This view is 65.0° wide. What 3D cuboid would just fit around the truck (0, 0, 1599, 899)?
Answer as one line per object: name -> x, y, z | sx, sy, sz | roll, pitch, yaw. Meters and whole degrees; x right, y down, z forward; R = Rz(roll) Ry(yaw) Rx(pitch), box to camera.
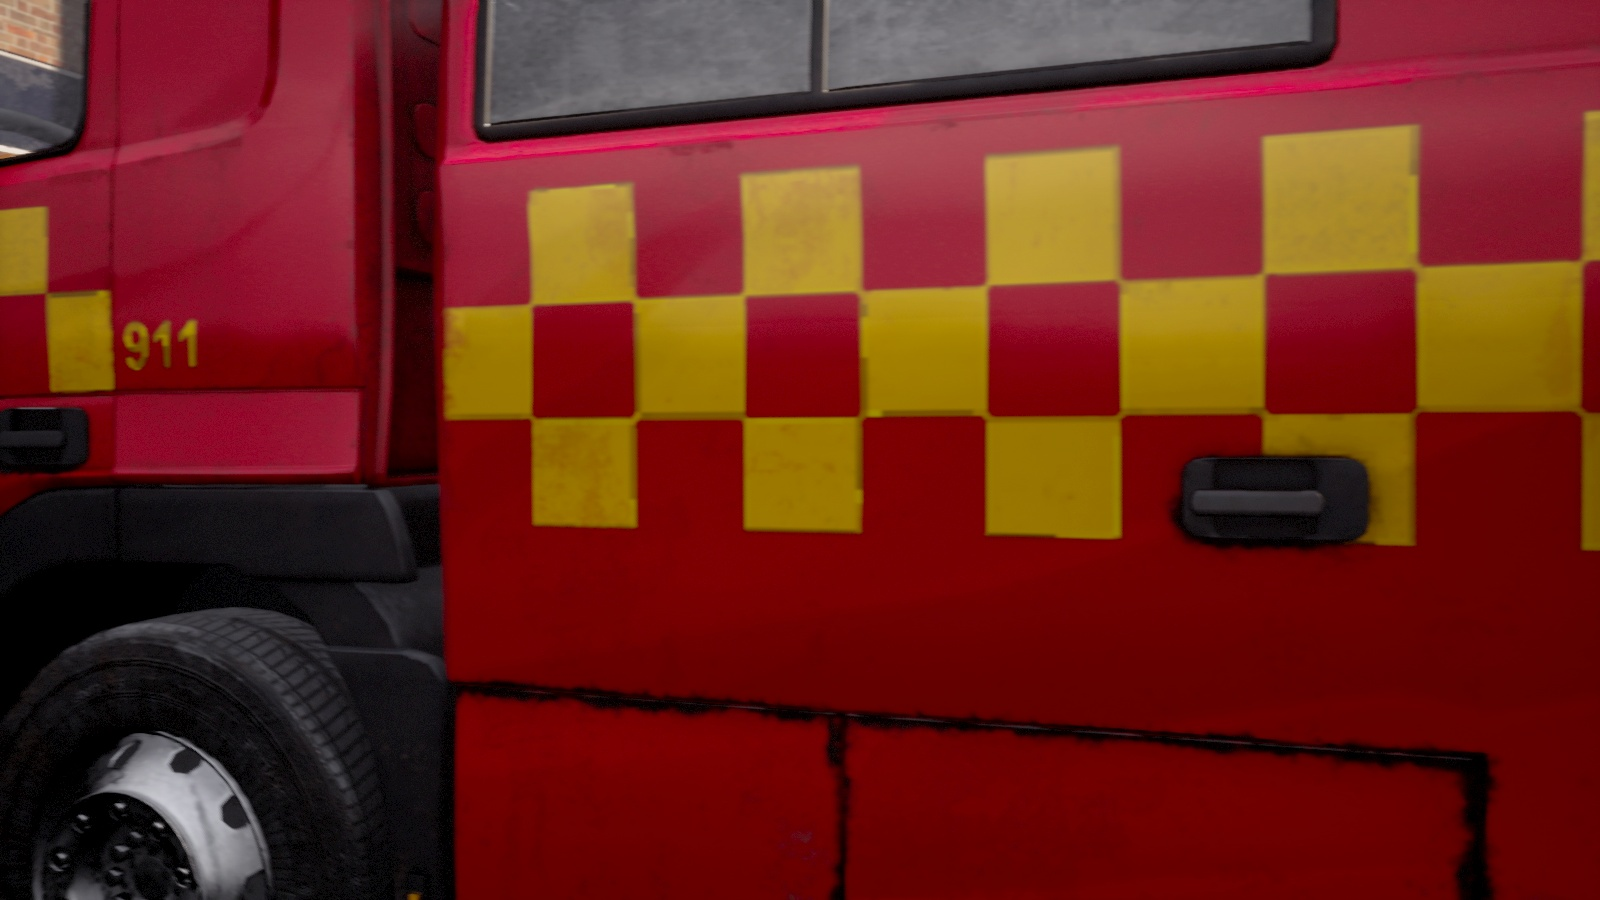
truck -> 1.100, -0.388, 3.338 | 8.468, 3.827, 2.891 | 1, 1, 19
